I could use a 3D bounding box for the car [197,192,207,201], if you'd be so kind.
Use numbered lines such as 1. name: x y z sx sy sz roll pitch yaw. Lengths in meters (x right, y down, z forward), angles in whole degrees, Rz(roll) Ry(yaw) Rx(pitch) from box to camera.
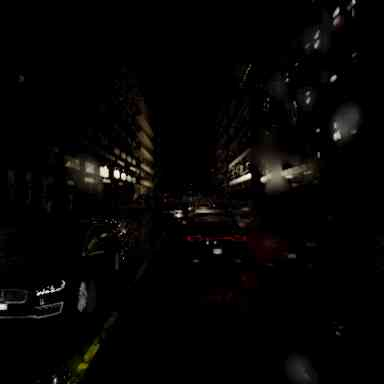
1. car: 2.252 1.043 77.066 2.192 1.841 5.009 1 0 0

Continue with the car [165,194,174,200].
1. car: -5.622 1.286 82.626 1.947 1.339 4.313 1 0 0

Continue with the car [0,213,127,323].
1. car: -2.876 1.464 7.437 1.837 1.490 4.892 0 0 0

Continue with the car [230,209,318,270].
1. car: 2.545 1.489 10.698 1.887 1.381 4.507 1 0 0

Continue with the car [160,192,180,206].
1. car: -3.024 1.146 48.286 2.097 1.767 4.553 0 0 0

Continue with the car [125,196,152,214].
1. car: -5.422 1.374 32.682 1.752 1.417 4.829 2 0 0

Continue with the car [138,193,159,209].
1. car: -5.439 1.142 38.382 2.192 1.841 5.009 2 0 0

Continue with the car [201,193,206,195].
1. car: 2.369 1.320 54.943 1.887 1.381 4.507 1 0 0

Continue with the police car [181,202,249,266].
1. police car: 0.666 1.365 11.464 1.930 1.638 5.238 0 0 0

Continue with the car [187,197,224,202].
1. car: 0.742 1.349 21.551 1.801 1.575 5.366 0 0 0

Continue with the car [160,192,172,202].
1. car: -5.572 1.053 71.563 2.192 1.841 5.009 1 0 0

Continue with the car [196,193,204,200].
1. car: 2.205 1.155 88.129 1.967 1.590 4.097 1 0 0

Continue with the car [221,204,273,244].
1. car: 2.523 1.442 16.400 1.752 1.417 4.829 1 0 0

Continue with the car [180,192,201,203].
1. car: -0.184 1.016 47.493 2.150 2.045 5.566 0 0 0

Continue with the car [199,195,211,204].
1. car: 2.347 1.306 60.473 1.887 1.381 4.507 1 0 0

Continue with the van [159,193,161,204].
1. van: -5.484 1.131 49.441 1.690 1.788 3.998 2 0 0

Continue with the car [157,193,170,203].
1. car: -5.550 1.064 66.033 2.192 1.841 5.009 1 0 0

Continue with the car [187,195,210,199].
1. car: 0.718 1.324 27.554 1.801 1.575 5.366 0 0 0

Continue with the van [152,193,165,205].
1. van: -5.507 1.116 54.973 1.690 1.788 3.998 1 0 0

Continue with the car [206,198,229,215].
1. car: 2.457 1.394 32.820 1.887 1.381 4.507 1 0 0

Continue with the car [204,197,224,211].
1. car: 2.434 1.378 38.351 2.008 1.369 4.403 1 0 0

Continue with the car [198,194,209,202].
1. car: 2.335 1.190 66.005 1.967 1.590 4.097 1 0 0
